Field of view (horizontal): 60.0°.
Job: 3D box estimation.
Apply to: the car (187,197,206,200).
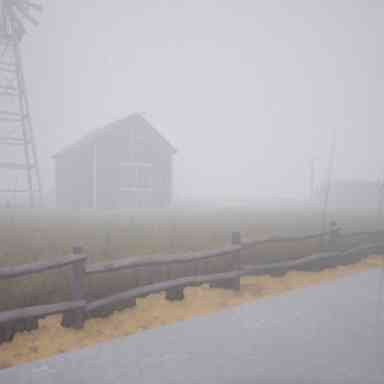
[{"bbox_3d":[1.111,1.599,62.239,2.033,1.411,5.357,0,0,-35],"label":"car"}]
